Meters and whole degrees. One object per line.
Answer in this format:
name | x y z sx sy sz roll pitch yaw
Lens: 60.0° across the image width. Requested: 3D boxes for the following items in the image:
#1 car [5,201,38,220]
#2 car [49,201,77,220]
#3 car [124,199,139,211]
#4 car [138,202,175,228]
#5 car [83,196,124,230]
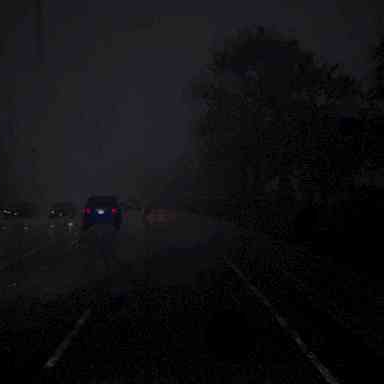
car | -14.753 1.560 29.031 1.837 1.490 4.892 0 -1 -15
car | -11.143 1.556 29.012 1.837 1.490 4.892 0 0 -14
car | -7.526 1.557 41.192 2.128 1.511 4.902 0 0 -19
car | -2.315 1.581 22.477 2.033 1.411 5.357 0 0 -11
car | -5.701 1.258 21.591 2.150 2.045 5.566 0 0 -11
